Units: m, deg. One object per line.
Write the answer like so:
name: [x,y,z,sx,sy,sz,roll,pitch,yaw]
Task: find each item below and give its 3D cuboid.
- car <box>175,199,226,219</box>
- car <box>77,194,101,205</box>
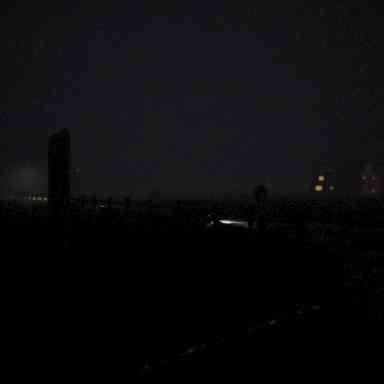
car: [0.536,1.233,23.948,1.994,1.385,4.181,0,1,-36]
car: [-13.331,0.955,42.765,1.812,1.442,4.674,0,1,-36]
